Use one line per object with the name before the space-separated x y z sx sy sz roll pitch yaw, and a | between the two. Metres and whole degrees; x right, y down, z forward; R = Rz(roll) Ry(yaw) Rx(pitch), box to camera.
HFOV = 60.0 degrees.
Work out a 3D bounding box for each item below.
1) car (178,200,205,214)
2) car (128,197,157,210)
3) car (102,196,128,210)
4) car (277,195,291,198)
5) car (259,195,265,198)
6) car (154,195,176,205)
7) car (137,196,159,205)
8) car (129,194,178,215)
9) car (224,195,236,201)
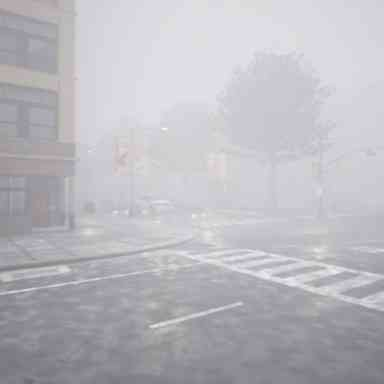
car | -0.877 1.559 36.098 2.033 1.411 5.357 0 0 -36
car | -6.701 1.516 44.271 1.837 1.490 4.892 0 0 -35
car | -9.942 1.361 42.791 2.097 1.767 4.553 0 0 -35
car | 18.511 1.351 69.206 2.002 1.452 4.674 0 0 -36
car | 17.709 1.498 83.140 1.895 1.301 4.718 0 0 -36
car | -5.119 1.370 61.917 2.097 1.767 4.553 0 0 -36
car | -7.981 1.521 59.902 1.837 1.490 4.892 0 0 -36
car | -4.108 1.231 34.602 2.150 2.045 5.566 0 0 -36
car | 8.047 1.442 76.707 2.161 1.482 4.786 0 0 -36
